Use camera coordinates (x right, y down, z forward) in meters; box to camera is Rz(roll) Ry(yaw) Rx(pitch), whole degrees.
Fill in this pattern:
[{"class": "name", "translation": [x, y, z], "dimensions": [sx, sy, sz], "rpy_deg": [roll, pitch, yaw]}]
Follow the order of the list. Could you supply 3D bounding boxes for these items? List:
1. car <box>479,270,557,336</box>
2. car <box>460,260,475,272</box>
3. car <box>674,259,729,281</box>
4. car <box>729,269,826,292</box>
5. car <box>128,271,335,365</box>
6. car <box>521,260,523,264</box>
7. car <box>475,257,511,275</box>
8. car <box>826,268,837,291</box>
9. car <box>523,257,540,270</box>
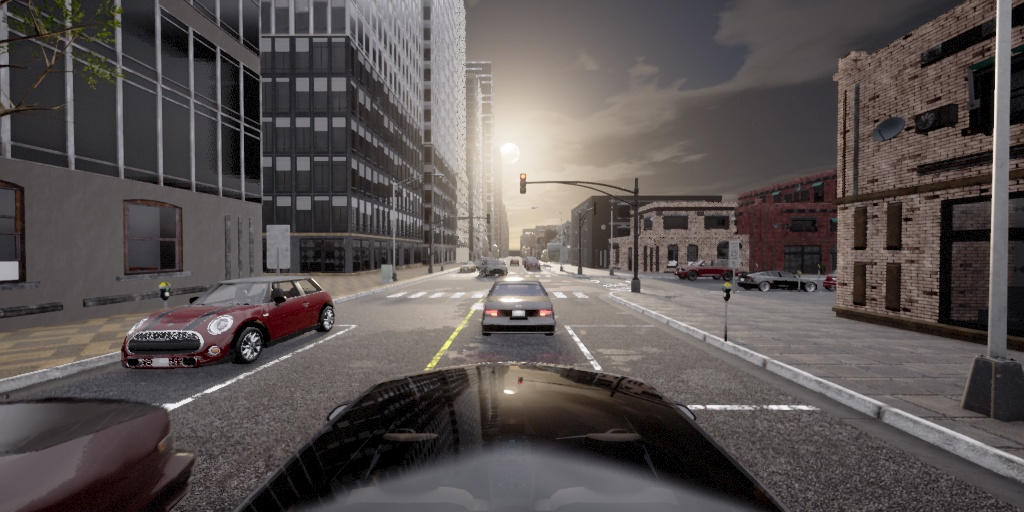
[{"class": "car", "translation": [0.157, 1.295, 10.338], "dimensions": [2.033, 1.411, 5.357], "rpy_deg": [0, 0, 0]}, {"class": "car", "translation": [-5.539, 1.264, 45.552], "dimensions": [1.751, 1.417, 4.829], "rpy_deg": [0, 0, 0]}, {"class": "car", "translation": [16.710, 1.163, 30.879], "dimensions": [5.009, 1.841, 2.192], "rpy_deg": [0, 0, 1]}, {"class": "car", "translation": [16.548, 1.545, 22.501], "dimensions": [4.313, 1.339, 1.948], "rpy_deg": [0, 0, 1]}, {"class": "car", "translation": [-5.654, 1.188, 7.774], "dimensions": [1.967, 1.591, 4.097], "rpy_deg": [0, 0, 0]}, {"class": "car", "translation": [3.093, 1.050, 62.542], "dimensions": [2.192, 1.841, 5.009], "rpy_deg": [0, 0, 0]}, {"class": "car", "translation": [-1.835, 1.092, 33.529], "dimensions": [2.097, 1.767, 4.553], "rpy_deg": [0, 0, -14]}, {"class": "car", "translation": [22.095, 1.472, 22.393], "dimensions": [4.097, 1.591, 1.967], "rpy_deg": [0, 0, 1]}, {"class": "car", "translation": [3.018, 1.177, 51.254], "dimensions": [1.967, 1.591, 4.097], "rpy_deg": [0, 0, 0]}]
